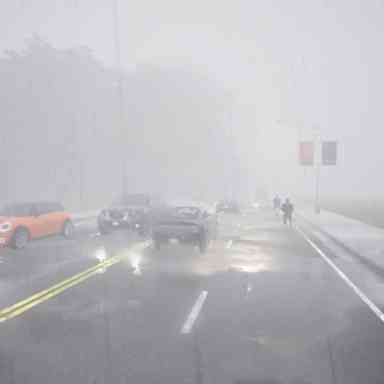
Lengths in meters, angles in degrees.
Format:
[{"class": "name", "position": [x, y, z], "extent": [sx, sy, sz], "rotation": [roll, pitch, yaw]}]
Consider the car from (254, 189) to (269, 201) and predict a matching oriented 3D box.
[{"class": "car", "position": [11.905, 0.523, 57.037], "extent": [2.150, 2.045, 5.566], "rotation": [0, 1, 11]}]

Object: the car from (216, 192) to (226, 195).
[{"class": "car", "position": [4.862, 0.795, 55.843], "extent": [2.128, 1.511, 4.902], "rotation": [0, 1, 12]}]

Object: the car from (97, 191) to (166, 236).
[{"class": "car", "position": [-2.803, 0.996, 17.197], "extent": [2.150, 2.045, 5.566], "rotation": [0, 1, 11]}]

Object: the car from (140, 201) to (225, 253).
[{"class": "car", "position": [-0.107, 1.322, 13.049], "extent": [2.128, 1.511, 4.902], "rotation": [0, 1, 11]}]

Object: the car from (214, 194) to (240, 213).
[{"class": "car", "position": [3.351, 1.175, 30.533], "extent": [1.994, 1.385, 4.181], "rotation": [0, 1, 11]}]

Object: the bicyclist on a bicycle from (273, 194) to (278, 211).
[{"class": "bicyclist on a bicycle", "position": [6.435, 1.052, 25.287], "extent": [0.659, 1.776, 1.843], "rotation": [0, 1, 11]}]

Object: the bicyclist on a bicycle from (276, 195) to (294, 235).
[{"class": "bicyclist on a bicycle", "position": [4.650, 1.166, 16.263], "extent": [0.659, 1.776, 1.843], "rotation": [0, 1, 11]}]

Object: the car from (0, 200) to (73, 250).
[{"class": "car", "position": [-6.850, 1.169, 13.485], "extent": [2.097, 1.767, 4.553], "rotation": [0, 1, 11]}]

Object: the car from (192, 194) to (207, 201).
[{"class": "car", "position": [1.279, 0.916, 54.519], "extent": [1.895, 1.301, 4.718], "rotation": [0, 1, 11]}]
